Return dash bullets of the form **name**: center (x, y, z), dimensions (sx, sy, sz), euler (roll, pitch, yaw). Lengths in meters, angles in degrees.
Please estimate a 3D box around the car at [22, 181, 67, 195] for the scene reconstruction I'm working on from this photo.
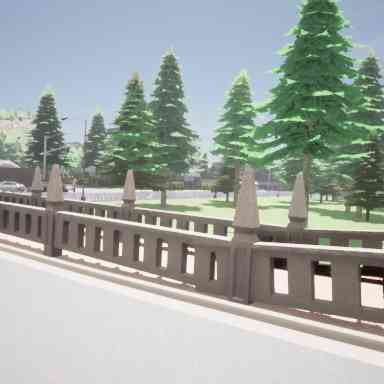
- **car**: center (-18.020, -0.568, 41.375), dimensions (2.097, 1.767, 4.553), euler (4, 3, 37)

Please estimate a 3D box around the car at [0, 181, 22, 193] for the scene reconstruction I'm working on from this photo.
- **car**: center (-22.934, -0.610, 40.728), dimensions (1.812, 1.442, 4.674), euler (4, 2, 37)
